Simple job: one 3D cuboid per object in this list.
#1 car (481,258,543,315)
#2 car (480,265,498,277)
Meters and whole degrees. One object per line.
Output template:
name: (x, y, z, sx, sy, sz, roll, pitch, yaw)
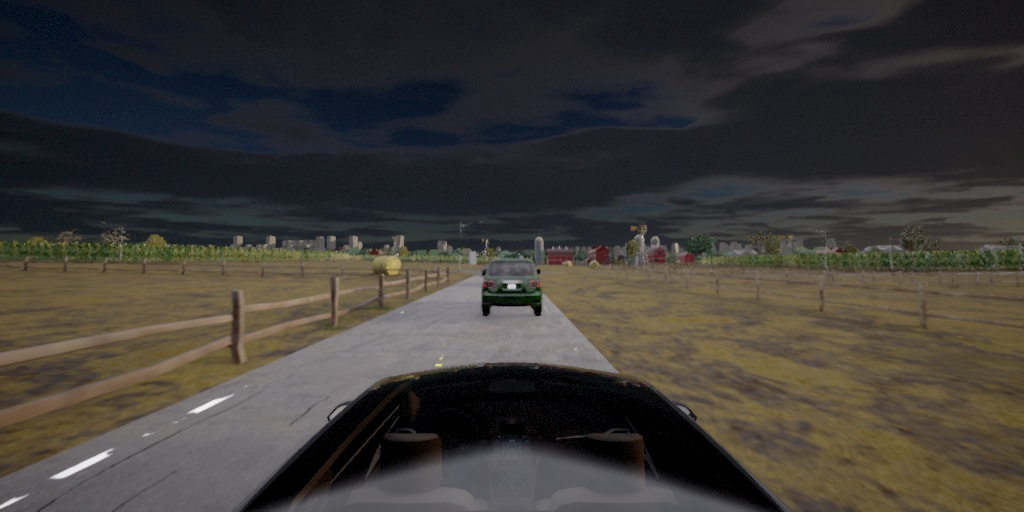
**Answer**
car: (0.006, 1.108, 14.435, 2.150, 2.045, 5.566, 0, 0, 0)
car: (-2.783, 1.839, 44.707, 1.895, 1.301, 4.718, 0, -1, 0)
